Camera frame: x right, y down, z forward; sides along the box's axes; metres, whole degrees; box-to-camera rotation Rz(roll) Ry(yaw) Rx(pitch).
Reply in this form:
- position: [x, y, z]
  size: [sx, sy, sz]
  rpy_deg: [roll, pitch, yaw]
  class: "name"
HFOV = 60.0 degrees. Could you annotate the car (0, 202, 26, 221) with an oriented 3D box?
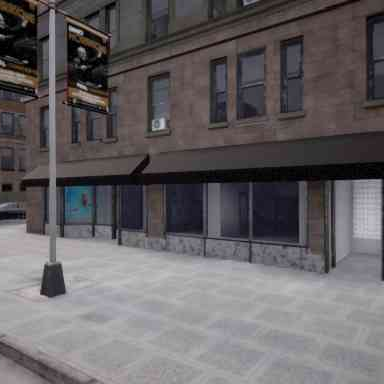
- position: [-13.979, 1.544, 25.579]
  size: [1.837, 1.490, 4.892]
  rpy_deg: [0, 0, 36]
  class: "car"
